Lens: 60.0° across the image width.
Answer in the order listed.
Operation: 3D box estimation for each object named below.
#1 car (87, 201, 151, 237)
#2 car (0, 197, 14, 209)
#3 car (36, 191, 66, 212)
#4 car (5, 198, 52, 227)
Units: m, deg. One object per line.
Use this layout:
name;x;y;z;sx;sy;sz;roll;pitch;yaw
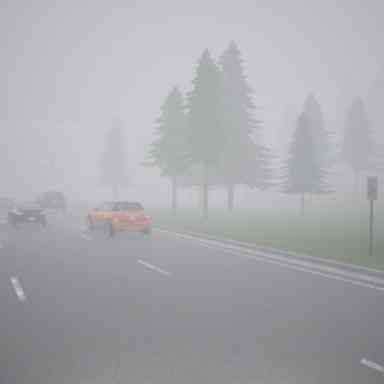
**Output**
car;-3.938;1.219;17.390;2.097;1.767;4.553;0;1;-33
car;-19.408;1.215;34.841;2.033;1.411;5.357;0;0;-33
car;-14.070;0.930;33.040;2.150;2.045;5.566;0;0;-33
car;-10.371;1.333;20.882;1.812;1.442;4.674;0;1;-33
